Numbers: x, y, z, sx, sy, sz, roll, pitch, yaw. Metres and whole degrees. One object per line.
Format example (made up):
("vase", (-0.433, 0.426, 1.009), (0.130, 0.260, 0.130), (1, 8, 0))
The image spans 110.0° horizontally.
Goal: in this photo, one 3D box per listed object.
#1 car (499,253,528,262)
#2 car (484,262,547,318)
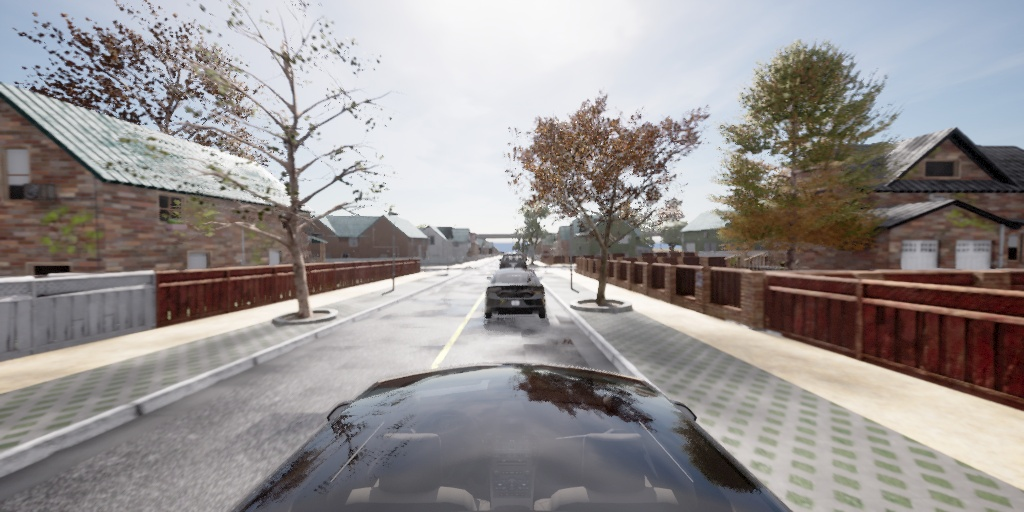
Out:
("car", (0.100, 0.775, 28.917), (2.150, 2.045, 5.566), (0, 0, 0))
("car", (0.100, 1.149, 12.598), (1.882, 1.535, 5.008), (0, 1, 0))
